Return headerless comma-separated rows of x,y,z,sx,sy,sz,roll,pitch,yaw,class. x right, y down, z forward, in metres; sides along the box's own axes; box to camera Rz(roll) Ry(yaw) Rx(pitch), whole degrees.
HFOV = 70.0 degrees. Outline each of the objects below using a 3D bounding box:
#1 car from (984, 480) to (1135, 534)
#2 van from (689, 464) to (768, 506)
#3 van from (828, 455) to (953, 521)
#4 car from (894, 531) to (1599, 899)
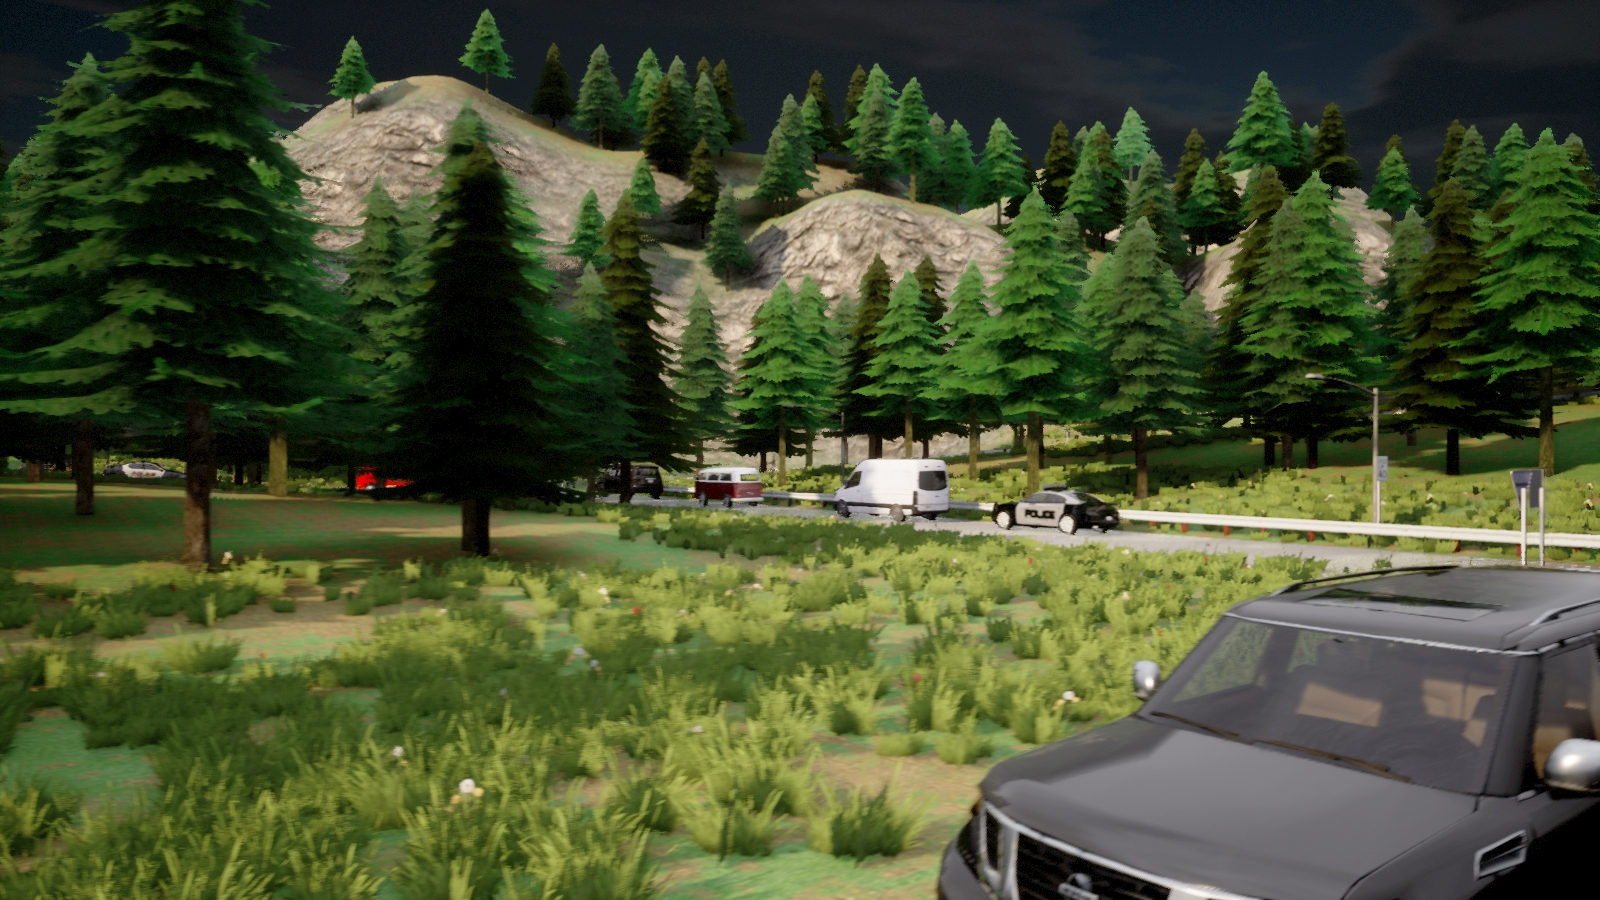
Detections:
9.221,1.983,41.082,2.097,1.638,5.238,0,0,-35,car
-3.741,1.783,59.353,2.069,2.038,4.480,0,0,-35,van
3.746,1.536,48.683,1.988,2.561,5.915,0,0,-35,van
3.338,1.639,6.160,5.566,2.045,2.150,0,0,-35,car
